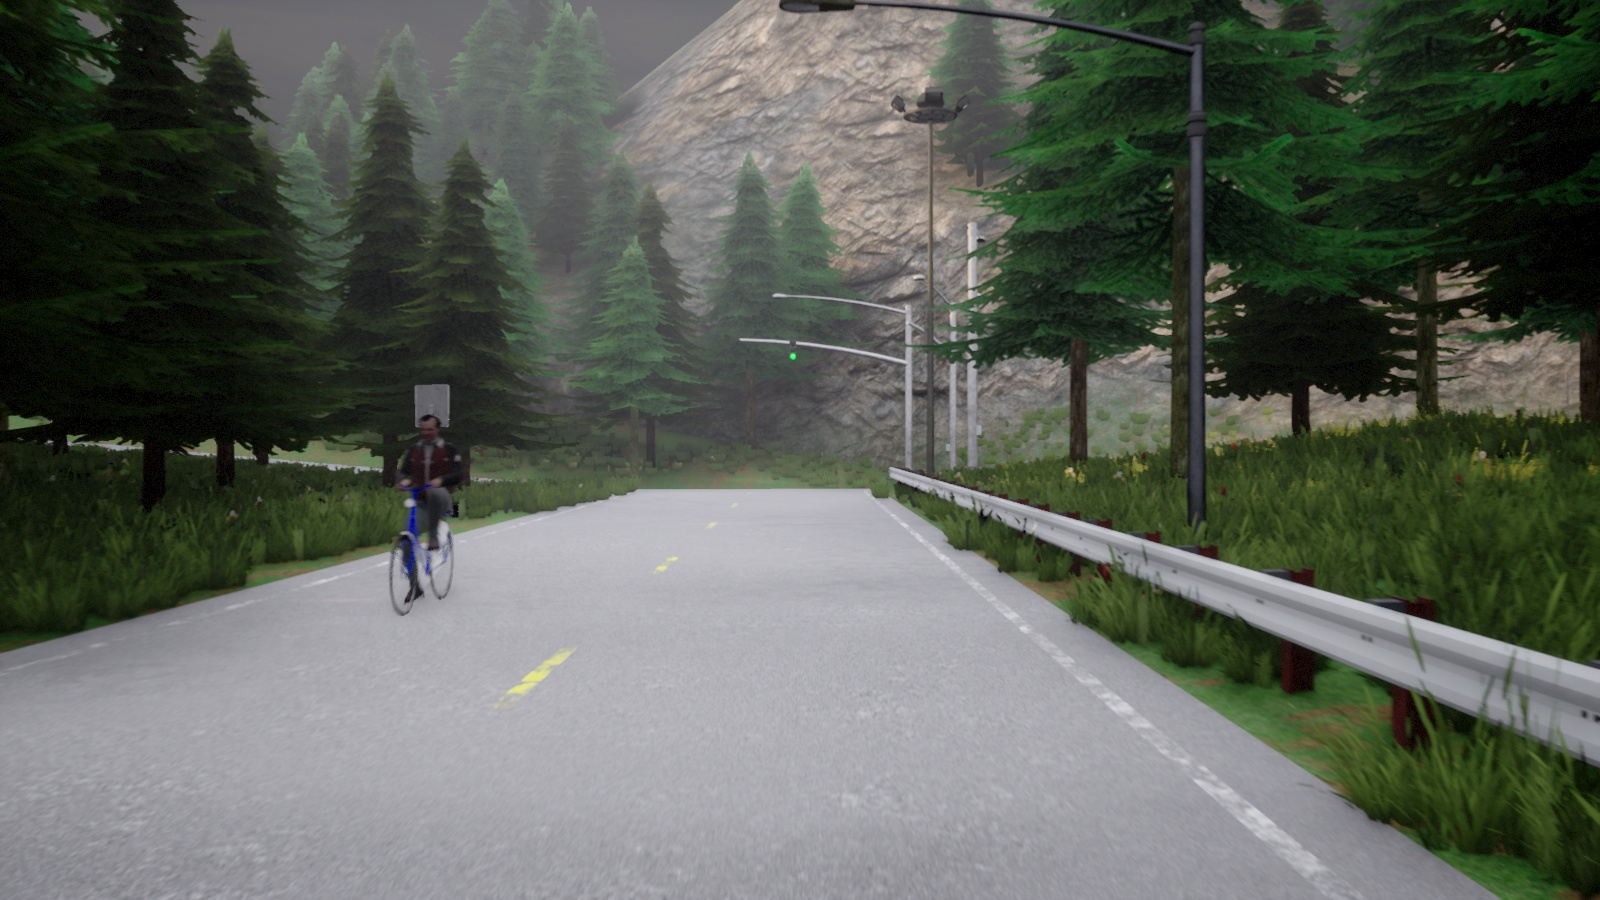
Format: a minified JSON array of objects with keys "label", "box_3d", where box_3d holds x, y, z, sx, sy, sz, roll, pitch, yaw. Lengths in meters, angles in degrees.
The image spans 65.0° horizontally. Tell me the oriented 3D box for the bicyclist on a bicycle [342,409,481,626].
[{"label":"bicyclist on a bicycle","box_3d":[-3.421,0.551,11.211,0.659,1.776,1.843,0,0,0]}]
